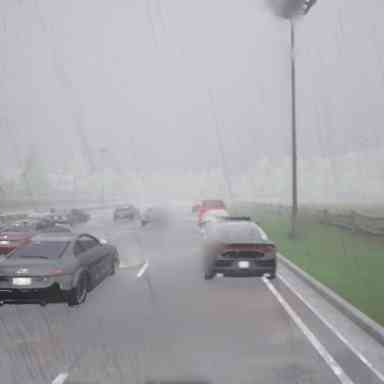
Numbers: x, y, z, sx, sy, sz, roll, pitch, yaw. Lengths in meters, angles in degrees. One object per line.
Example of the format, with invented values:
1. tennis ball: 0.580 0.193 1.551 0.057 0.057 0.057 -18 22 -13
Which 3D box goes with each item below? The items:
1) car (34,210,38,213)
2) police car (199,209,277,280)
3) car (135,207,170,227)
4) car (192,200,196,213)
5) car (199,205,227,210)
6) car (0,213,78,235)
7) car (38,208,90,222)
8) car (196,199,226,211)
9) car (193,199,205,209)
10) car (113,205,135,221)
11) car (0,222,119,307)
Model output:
1. car: -13.254 2.125 31.009 1.895 1.301 4.718 0 -1 1
2. police car: 1.289 1.556 10.542 1.930 1.638 5.238 0 -1 1
3. car: -2.842 1.925 26.538 2.033 1.411 5.357 0 -1 1
4. car: 0.954 2.208 46.295 1.895 1.301 4.718 -1 -1 1
5. car: 1.486 1.786 20.428 1.812 1.442 4.674 0 -1 1
6. car: -6.596 1.805 13.832 1.994 1.385 4.181 0 -1 1
7. car: -9.842 1.986 26.687 2.033 1.411 5.357 0 -1 1
8. car: 1.603 1.563 26.460 2.150 2.045 5.566 0 -1 1
9. car: 1.237 2.148 60.780 2.097 1.767 4.553 0 -1 1
10. car: -6.233 1.971 32.112 2.128 1.511 4.902 0 -1 1
11. car: -3.205 1.704 8.368 1.994 1.385 4.181 0 -1 1
